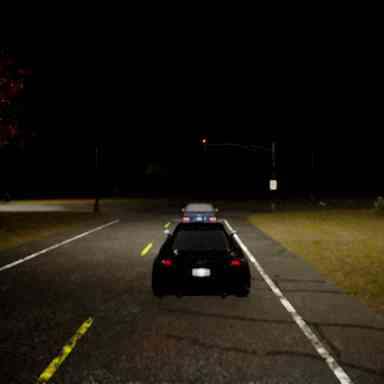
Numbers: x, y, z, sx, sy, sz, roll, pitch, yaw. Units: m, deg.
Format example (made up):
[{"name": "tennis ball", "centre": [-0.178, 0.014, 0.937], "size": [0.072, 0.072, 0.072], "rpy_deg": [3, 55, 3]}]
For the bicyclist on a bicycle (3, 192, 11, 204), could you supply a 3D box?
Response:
[{"name": "bicyclist on a bicycle", "centre": [-25.479, 0.822, 45.735], "size": [0.582, 1.620, 1.656], "rpy_deg": [0, 1, 5]}]

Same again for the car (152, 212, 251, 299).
[{"name": "car", "centre": [0.201, 1.421, 8.157], "size": [1.994, 1.385, 4.181], "rpy_deg": [0, 1, 1]}]

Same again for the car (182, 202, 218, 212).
[{"name": "car", "centre": [0.410, 1.236, 17.681], "size": [2.033, 1.411, 5.357], "rpy_deg": [0, 1, 2]}]
